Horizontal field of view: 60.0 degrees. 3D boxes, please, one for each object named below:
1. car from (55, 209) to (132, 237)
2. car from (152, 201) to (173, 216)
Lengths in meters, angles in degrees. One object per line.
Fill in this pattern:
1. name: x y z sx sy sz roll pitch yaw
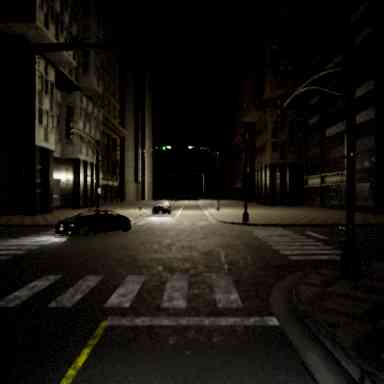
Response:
1. car: -5.375 1.672 18.543 1.994 1.385 4.181 1 1 40
2. car: -3.002 1.663 34.363 2.128 1.511 4.902 0 1 0
